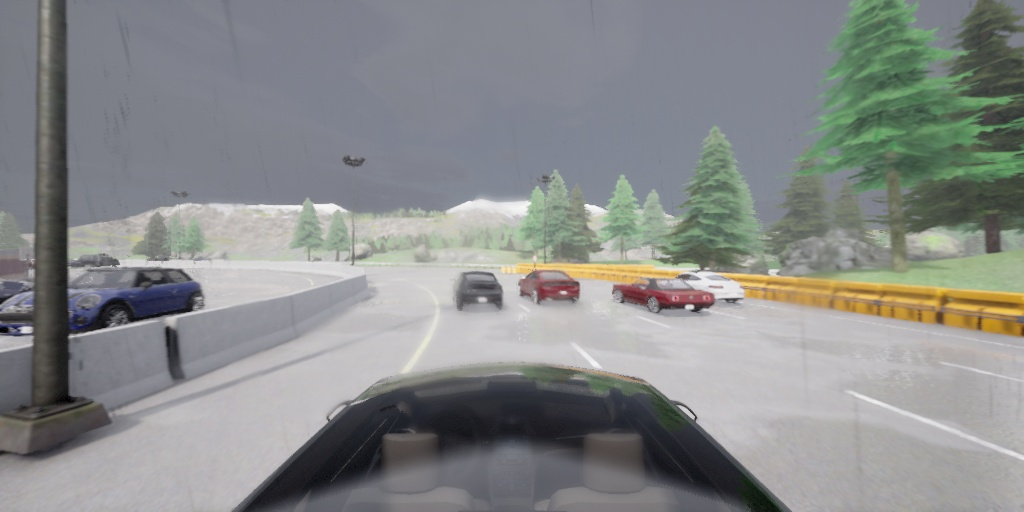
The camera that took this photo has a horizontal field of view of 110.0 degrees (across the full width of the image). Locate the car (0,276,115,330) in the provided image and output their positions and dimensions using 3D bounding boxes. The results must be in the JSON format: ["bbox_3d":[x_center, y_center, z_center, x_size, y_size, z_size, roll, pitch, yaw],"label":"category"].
[{"bbox_3d":[-14.879,1.332,10.476,1.895,1.301,4.718,1,-1,-10],"label":"car"}]

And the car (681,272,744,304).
[{"bbox_3d":[8.947,1.475,17.462,1.812,1.442,4.674,0,0,-11],"label":"car"}]

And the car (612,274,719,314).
[{"bbox_3d":[5.903,1.523,14.809,1.895,1.301,4.718,0,0,-9],"label":"car"}]

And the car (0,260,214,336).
[{"bbox_3d":[-11.368,1.111,10.406,2.097,1.767,4.553,1,-1,-10],"label":"car"}]

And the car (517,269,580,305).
[{"bbox_3d":[1.620,1.391,17.399,1.882,1.535,5.008,0,0,-13],"label":"car"}]

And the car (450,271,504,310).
[{"bbox_3d":[-1.585,1.397,15.750,1.837,1.490,4.892,1,0,-12],"label":"car"}]
